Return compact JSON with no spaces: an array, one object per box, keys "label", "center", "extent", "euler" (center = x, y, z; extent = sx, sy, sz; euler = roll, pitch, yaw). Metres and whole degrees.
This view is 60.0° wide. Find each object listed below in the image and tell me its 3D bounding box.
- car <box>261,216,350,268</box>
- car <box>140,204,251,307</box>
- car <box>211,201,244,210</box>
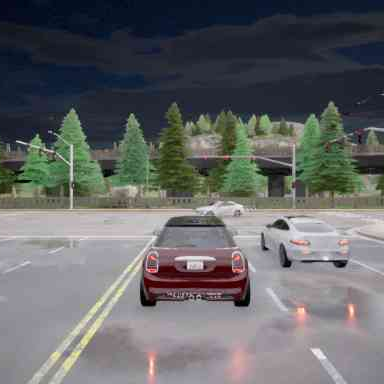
[{"label":"car","center":[3.594,1.526,11.205],"extent":[1.812,1.442,4.674],"euler":[0,0,0]},{"label":"car","center":[0.077,1.352,8.157],"extent":[2.097,1.767,4.553],"euler":[0,0,1]},{"label":"car","center":[2.355,1.494,28.467],"extent":[4.674,1.442,1.812],"euler":[0,0,-30]}]
